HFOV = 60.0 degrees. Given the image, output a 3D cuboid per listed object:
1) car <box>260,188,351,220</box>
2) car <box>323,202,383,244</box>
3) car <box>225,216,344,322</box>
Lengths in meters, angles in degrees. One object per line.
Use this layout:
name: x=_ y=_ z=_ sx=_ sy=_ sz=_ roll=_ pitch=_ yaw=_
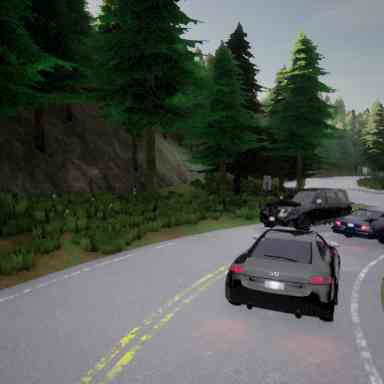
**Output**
car: x=5.933 y=0.845 z=16.932 sx=5.566 sy=2.045 sz=2.150 roll=-1 pitch=4 yaw=-36
car: x=8.623 y=1.372 z=14.990 sx=5.357 sy=1.411 sz=2.033 roll=-1 pitch=5 yaw=-33
car: x=2.226 y=1.531 z=7.475 sx=1.994 sy=1.385 sz=4.181 roll=2 pitch=2 yaw=24
